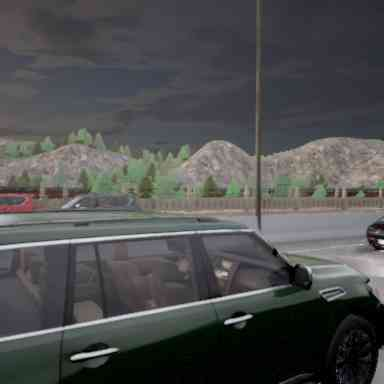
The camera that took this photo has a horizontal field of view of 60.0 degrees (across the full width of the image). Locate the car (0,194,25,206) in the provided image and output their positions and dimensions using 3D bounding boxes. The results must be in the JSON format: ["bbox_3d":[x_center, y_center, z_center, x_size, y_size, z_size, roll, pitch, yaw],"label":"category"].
[{"bbox_3d":[-10.989,1.120,17.487,5.566,2.045,2.150,0,0,-34],"label":"car"}]

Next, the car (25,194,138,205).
[{"bbox_3d":[-5.257,1.140,17.074,5.566,2.045,2.150,0,0,-32],"label":"car"}]

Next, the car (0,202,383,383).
[{"bbox_3d":[-0.304,1.206,3.417,5.566,2.045,2.150,0,0,-34],"label":"car"}]

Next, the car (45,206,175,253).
[{"bbox_3d":[-3.393,1.428,14.072,4.902,1.511,2.128,0,0,-31],"label":"car"}]
